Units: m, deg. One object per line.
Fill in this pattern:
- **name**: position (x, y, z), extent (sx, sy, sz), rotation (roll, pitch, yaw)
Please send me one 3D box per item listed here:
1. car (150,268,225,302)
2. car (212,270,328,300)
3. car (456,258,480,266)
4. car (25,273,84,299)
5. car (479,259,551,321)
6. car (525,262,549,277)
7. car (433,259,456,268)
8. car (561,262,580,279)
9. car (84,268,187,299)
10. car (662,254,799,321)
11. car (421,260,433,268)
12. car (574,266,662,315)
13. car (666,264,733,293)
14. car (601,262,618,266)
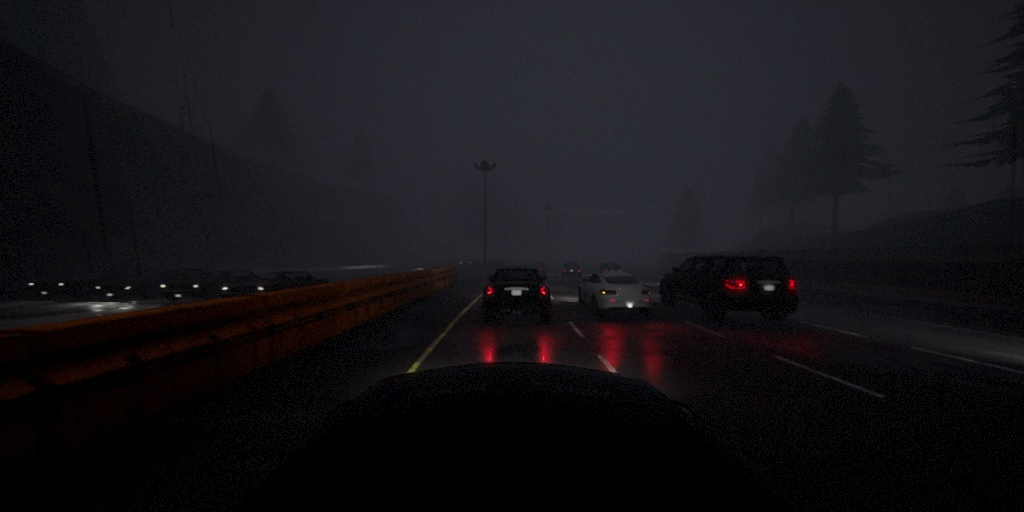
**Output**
- **car**: position (-13.863, 1.348, 17.184), extent (1.895, 1.301, 4.718), rotation (0, 0, 3)
- **car**: position (-10.405, 1.349, 16.114), extent (1.895, 1.301, 4.718), rotation (0, 0, 2)
- **car**: position (-6.687, 1.097, 57.675), extent (2.097, 1.767, 4.553), rotation (0, 0, 18)
- **car**: position (-20.819, 1.348, 18.244), extent (1.895, 1.301, 4.718), rotation (0, 0, 3)
- **car**: position (0.180, 1.101, 12.680), extent (2.097, 1.767, 4.553), rotation (0, 0, 1)
- **car**: position (2.594, 1.348, 36.673), extent (1.895, 1.301, 4.718), rotation (0, 0, 10)
- **car**: position (-10.367, 1.270, 57.665), extent (1.812, 1.442, 4.674), rotation (0, 0, 17)
- **car**: position (5.473, 1.295, 32.982), extent (2.033, 1.411, 5.357), rotation (0, 0, 9)
- **car**: position (-17.331, 1.295, 18.207), extent (2.033, 1.411, 5.357), rotation (0, 0, 3)
- **car**: position (7.168, 0.971, 12.594), extent (2.150, 2.045, 5.566), rotation (0, 0, 1)
- **car**: position (-13.419, 1.307, 59.652), extent (1.994, 1.385, 4.181), rotation (0, 0, 17)
- **car**: position (3.683, 1.275, 13.363), extent (1.812, 1.442, 4.674), rotation (0, 0, 1)
- **car**: position (11.164, 1.254, 21.785), extent (1.837, 1.490, 4.892), rotation (0, 0, 5)
- **car**: position (9.016, 1.295, 32.975), extent (2.033, 1.411, 5.357), rotation (0, 0, 9)
